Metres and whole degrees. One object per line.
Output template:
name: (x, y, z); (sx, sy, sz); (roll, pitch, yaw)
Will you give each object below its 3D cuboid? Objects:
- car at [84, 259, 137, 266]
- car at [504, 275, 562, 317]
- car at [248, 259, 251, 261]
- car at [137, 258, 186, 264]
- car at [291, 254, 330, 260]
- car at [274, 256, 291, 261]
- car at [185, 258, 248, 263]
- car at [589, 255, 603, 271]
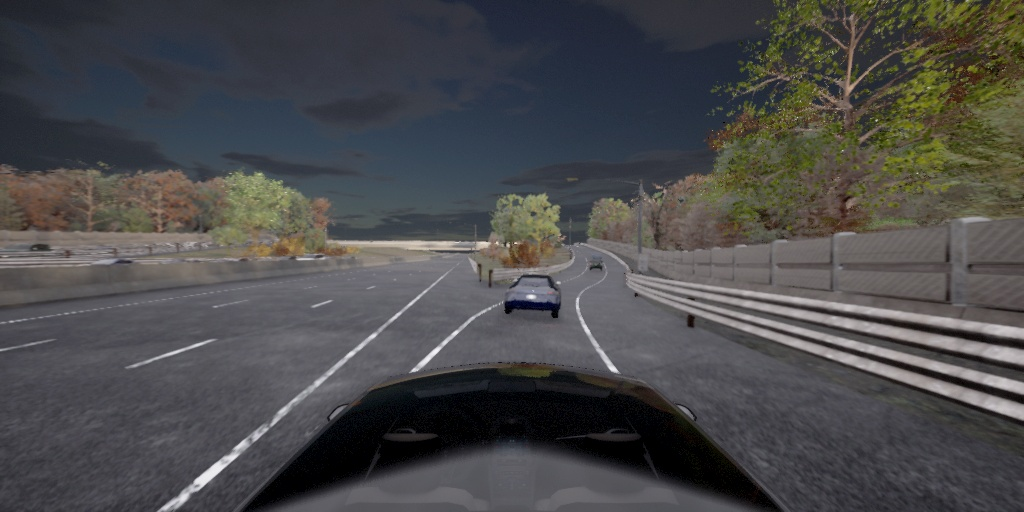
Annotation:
car: (-32.409, 0.958, 29.030); (1.812, 1.442, 4.674); (1, 0, -7)
car: (0.942, 1.431, 14.060); (1.994, 1.385, 4.181); (2, -2, 8)
car: (-34.311, 0.944, 44.798); (1.812, 1.442, 4.674); (1, 0, -7)
car: (-29.163, 0.955, 31.361); (2.128, 1.511, 4.902); (1, 0, -7)
car: (-27.855, 0.701, 49.868); (2.150, 2.045, 5.566); (1, 0, -6)
car: (-31.369, 0.800, 49.779); (2.097, 1.767, 4.553); (1, 0, -6)
car: (-25.637, 1.060, 31.343); (1.994, 1.385, 4.181); (1, 0, -7)
car: (14.551, 1.436, 62.056); (2.150, 2.045, 5.566); (1, 2, 13)
